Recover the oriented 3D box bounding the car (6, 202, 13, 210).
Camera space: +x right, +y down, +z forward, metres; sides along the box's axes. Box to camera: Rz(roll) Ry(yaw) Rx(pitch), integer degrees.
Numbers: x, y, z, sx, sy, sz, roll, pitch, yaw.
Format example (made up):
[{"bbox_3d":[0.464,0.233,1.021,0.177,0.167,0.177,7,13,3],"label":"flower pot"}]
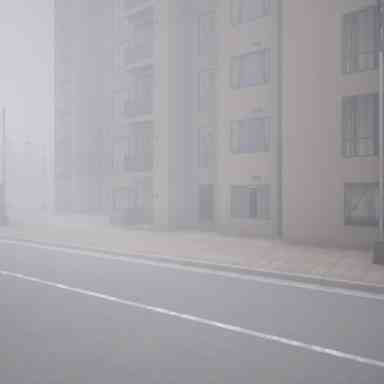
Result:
[{"bbox_3d":[-22.891,1.422,37.645,2.128,1.511,4.902,0,0,34],"label":"car"}]
